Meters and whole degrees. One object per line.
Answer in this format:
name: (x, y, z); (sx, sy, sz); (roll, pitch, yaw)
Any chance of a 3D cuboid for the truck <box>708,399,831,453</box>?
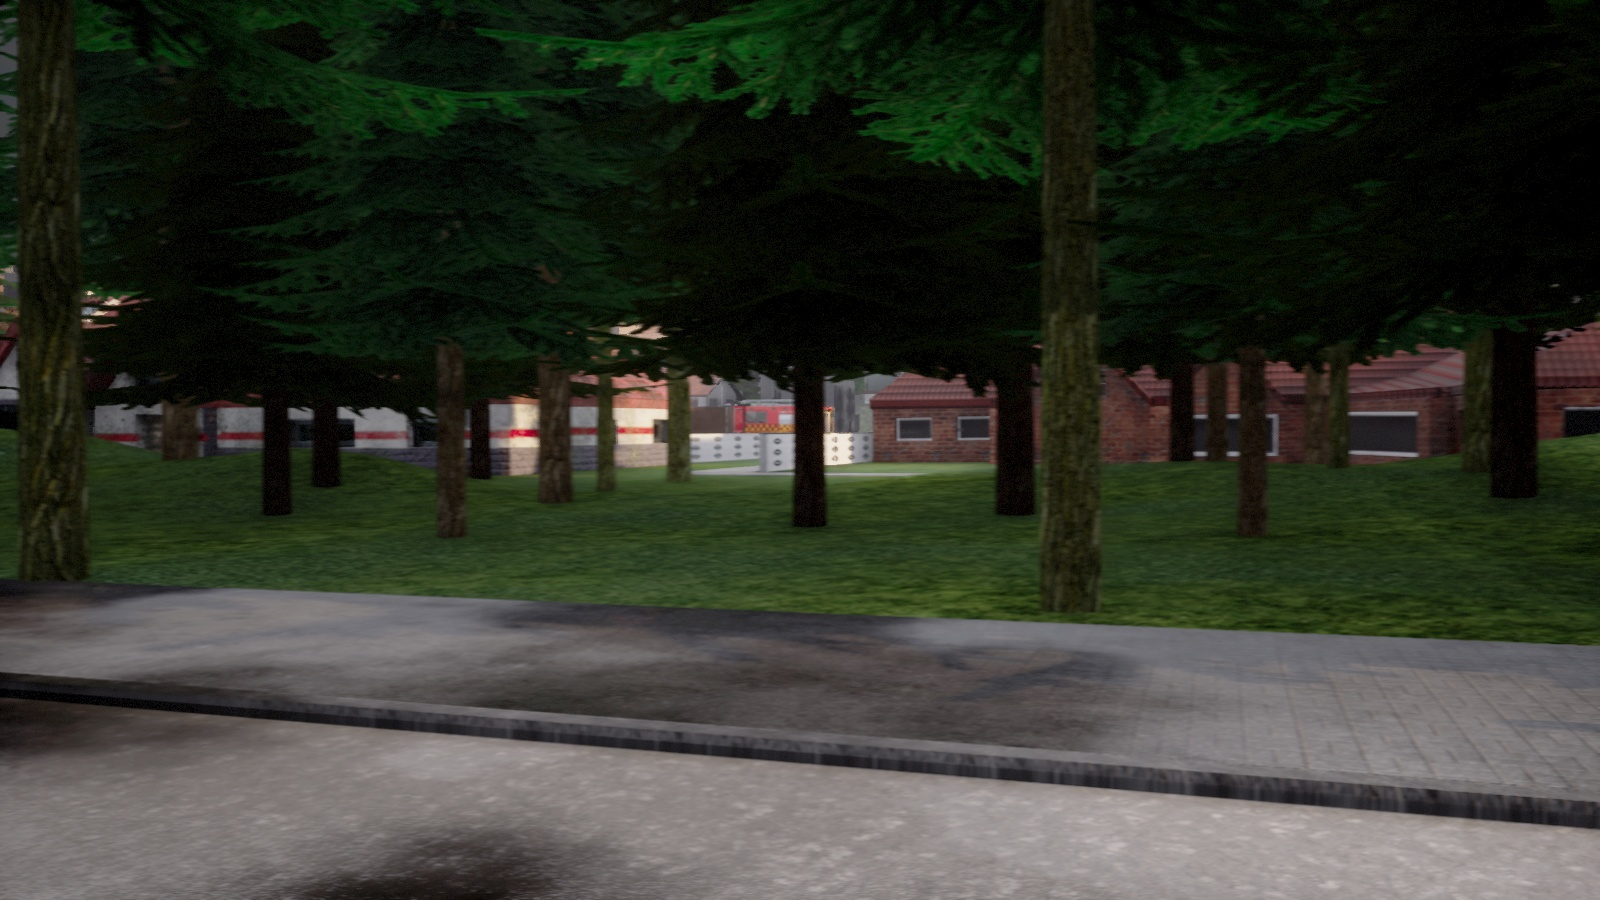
truck: (-2.217, -1.716, 91.147); (8.468, 3.827, 2.891); (0, 1, 18)
